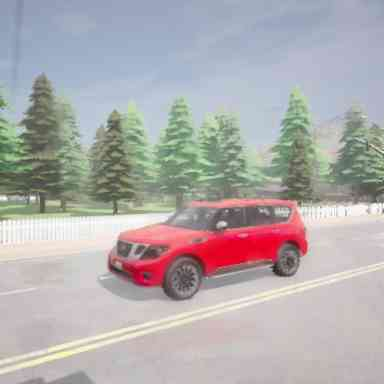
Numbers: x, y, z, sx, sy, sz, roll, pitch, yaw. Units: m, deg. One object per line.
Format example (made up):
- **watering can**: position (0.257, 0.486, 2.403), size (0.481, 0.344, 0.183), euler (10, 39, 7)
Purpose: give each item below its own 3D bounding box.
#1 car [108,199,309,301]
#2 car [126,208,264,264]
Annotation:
- **car**: position (0.695, 1.218, 8.706), size (5.566, 2.045, 2.150), euler (0, 0, -35)
- **car**: position (0.228, 1.485, 12.650), size (4.902, 1.511, 2.128), euler (0, 0, -35)
